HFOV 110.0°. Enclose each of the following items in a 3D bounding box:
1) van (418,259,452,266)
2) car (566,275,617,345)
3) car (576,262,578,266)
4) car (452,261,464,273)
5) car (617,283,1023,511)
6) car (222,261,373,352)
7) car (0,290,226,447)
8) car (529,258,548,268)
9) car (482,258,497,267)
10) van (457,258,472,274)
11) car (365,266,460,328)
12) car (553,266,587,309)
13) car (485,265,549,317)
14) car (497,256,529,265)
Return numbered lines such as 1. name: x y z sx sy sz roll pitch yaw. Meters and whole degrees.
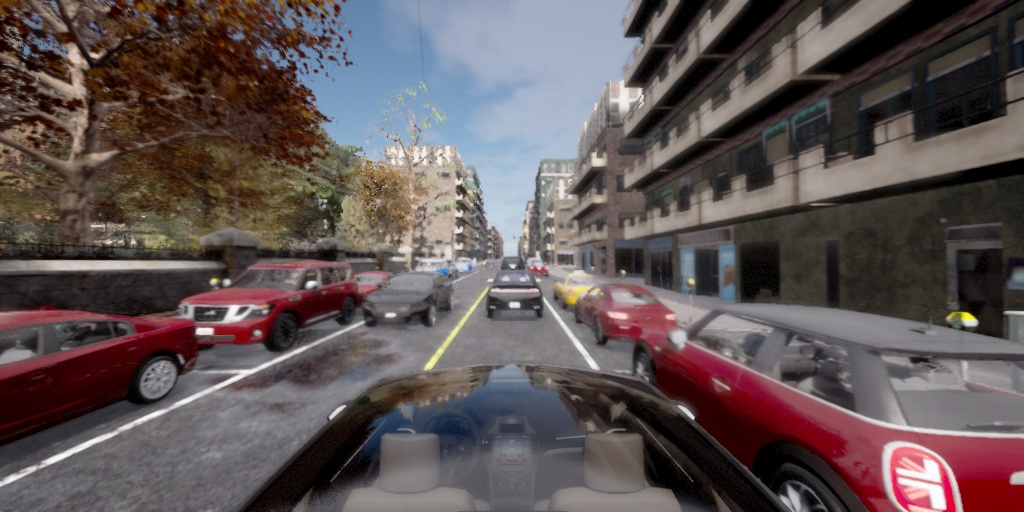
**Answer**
1. van: -5.702 1.124 25.728 1.690 1.789 3.998 0 0 0
2. car: 2.690 1.342 9.159 1.802 1.307 4.207 0 0 0
3. car: 13.523 1.408 60.035 4.313 1.339 1.948 0 0 1
4. car: -5.678 1.357 31.251 1.948 1.339 4.313 0 0 0
5. car: 2.691 1.192 3.636 1.967 1.591 4.097 0 0 0
6. car: -5.691 1.075 9.157 2.192 1.841 5.009 0 0 0
7. car: -5.689 1.298 3.634 1.888 1.381 4.507 0 0 0
8. car: 2.654 1.238 36.776 1.967 1.591 4.097 0 0 0
9. car: -3.010 1.080 53.782 2.033 1.411 5.357 0 0 0
10. van: -5.664 1.147 42.299 1.690 1.789 3.998 0 0 0
11. car: -3.103 1.241 11.678 1.882 1.535 5.008 0 0 0
12. car: 2.689 1.293 14.852 1.751 1.417 4.829 0 0 0
13. car: 0.094 1.257 13.148 2.128 1.511 4.902 0 0 0
14. car: 0.093 1.013 32.105 2.150 2.045 5.566 0 0 0
